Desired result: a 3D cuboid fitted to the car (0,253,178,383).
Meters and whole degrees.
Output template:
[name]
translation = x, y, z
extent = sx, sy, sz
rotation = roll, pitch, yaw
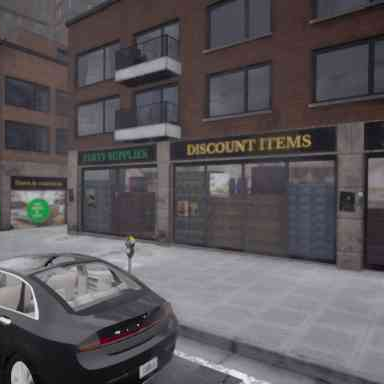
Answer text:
[car]
translation = -2.215, 1.550, 4.664
extent = 4.403, 1.369, 2.008
rotation = 0, 1, 36
